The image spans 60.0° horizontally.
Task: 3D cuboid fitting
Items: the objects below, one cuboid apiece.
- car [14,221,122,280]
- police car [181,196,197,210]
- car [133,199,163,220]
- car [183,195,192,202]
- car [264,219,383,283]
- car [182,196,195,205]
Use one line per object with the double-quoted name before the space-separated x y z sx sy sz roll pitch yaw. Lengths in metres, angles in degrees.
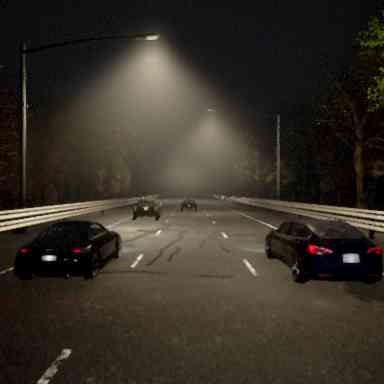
"car" -3.430 1.555 9.975 1.994 1.385 4.181 0 0 0
"police car" -0.365 1.384 41.396 1.930 1.638 5.238 0 0 -1
"car" -3.568 1.326 27.660 2.097 1.767 4.553 0 0 -1
"car" -1.080 1.470 73.461 1.994 1.385 4.181 0 0 -2
"car" 3.479 1.495 9.625 2.163 1.488 4.792 0 0 0
"car" -0.573 1.430 57.419 2.128 1.511 4.902 0 0 -1
